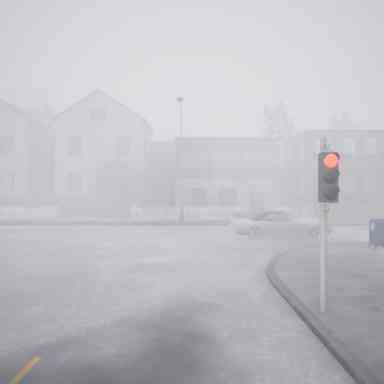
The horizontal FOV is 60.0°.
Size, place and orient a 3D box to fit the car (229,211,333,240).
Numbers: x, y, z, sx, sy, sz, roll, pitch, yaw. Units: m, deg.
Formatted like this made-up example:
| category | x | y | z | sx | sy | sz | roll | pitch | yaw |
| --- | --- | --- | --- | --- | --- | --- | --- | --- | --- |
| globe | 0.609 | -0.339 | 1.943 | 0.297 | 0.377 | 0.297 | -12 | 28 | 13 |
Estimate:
| category | x | y | z | sx | sy | sz | roll | pitch | yaw |
| --- | --- | --- | --- | --- | --- | --- | --- | --- | --- |
| car | 4.272 | 1.601 | 16.267 | 4.718 | 1.301 | 1.895 | 0 | 0 | 0 |
